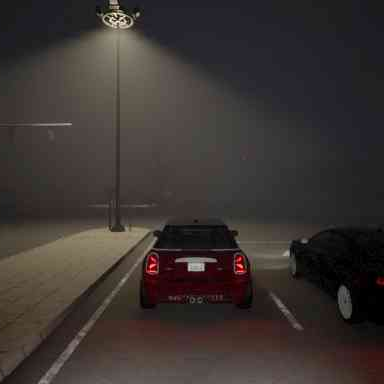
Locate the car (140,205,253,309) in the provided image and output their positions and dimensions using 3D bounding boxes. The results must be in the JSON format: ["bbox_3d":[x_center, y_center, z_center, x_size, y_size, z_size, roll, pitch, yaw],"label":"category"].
[{"bbox_3d":[0.081,1.352,8.031,2.097,1.767,4.553,0,0,0],"label":"car"}]

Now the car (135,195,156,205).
[{"bbox_3d":[-7.973,1.564,57.311,1.994,1.385,4.181,0,0,0],"label":"car"}]

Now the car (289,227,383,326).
[{"bbox_3d":[3.577,1.478,7.156,1.882,1.535,5.008,0,0,0],"label":"car"}]

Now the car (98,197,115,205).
[{"bbox_3d":[-14.963,1.563,58.318,1.994,1.385,4.181,0,0,0],"label":"car"}]

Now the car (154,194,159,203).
[{"bbox_3d":[-7.908,1.600,66.065,1.895,1.301,4.718,0,0,1],"label":"car"}]

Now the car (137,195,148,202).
[{"bbox_3d":[-11.359,1.524,77.080,1.812,1.442,4.674,0,0,0],"label":"car"}]

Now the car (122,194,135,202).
[{"bbox_3d":[-14.858,1.355,78.004,2.097,1.767,4.553,0,0,0],"label":"car"}]

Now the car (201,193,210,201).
[{"bbox_3d":[3.657,1.545,85.935,1.994,1.385,4.181,0,0,0],"label":"car"}]

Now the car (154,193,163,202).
[{"bbox_3d":[-7.860,1.225,76.636,2.150,2.045,5.566,0,0,0],"label":"car"}]

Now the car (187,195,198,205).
[{"bbox_3d":[0.100,1.477,54.915,1.882,1.535,5.008,0,0,0],"label":"car"}]

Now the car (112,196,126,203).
[{"bbox_3d":[-14.876,1.563,68.014,1.994,1.385,4.181,0,0,0],"label":"car"}]

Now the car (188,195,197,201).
[{"bbox_3d":[0.156,1.516,85.525,2.128,1.511,4.902,0,0,0],"label":"car"}]

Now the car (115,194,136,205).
[{"bbox_3d":[-11.465,1.477,58.125,1.882,1.535,5.008,0,0,0],"label":"car"}]

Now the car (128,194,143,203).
[{"bbox_3d":[-11.395,1.352,67.161,2.097,1.767,4.553,0,0,1],"label":"car"}]

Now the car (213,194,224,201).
[{"bbox_3d":[7.157,1.348,85.899,2.097,1.767,4.553,0,0,0],"label":"car"}]
